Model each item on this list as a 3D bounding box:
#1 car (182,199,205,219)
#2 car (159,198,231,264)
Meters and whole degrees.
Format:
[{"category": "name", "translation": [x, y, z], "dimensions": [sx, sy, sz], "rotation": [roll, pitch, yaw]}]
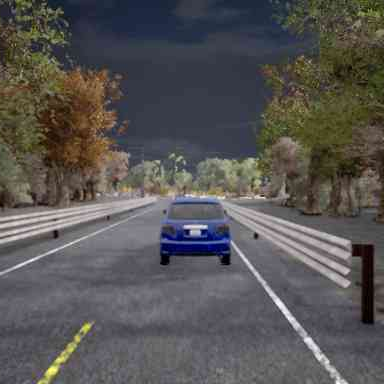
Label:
[{"category": "car", "translation": [0.115, 1.448, 29.752], "dimensions": [1.882, 1.535, 5.008], "rotation": [0, 0, 0]}, {"category": "car", "translation": [0.101, 1.210, 11.884], "dimensions": [2.150, 2.045, 5.566], "rotation": [0, 0, 0]}]
